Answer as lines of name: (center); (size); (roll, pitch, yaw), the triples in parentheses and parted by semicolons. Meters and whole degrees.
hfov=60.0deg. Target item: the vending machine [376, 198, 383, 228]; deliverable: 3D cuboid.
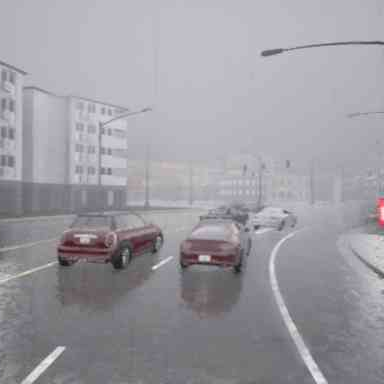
vending machine: (13.977, 1.490, 23.932); (1.100, 2.100, 0.880); (0, -1, 41)

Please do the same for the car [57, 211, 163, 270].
car: (-2.591, 1.443, 11.673); (2.097, 1.767, 4.553); (0, -1, 14)

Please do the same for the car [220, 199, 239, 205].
car: (5.372, 1.779, 43.980); (2.097, 1.767, 4.553); (0, -1, 43)

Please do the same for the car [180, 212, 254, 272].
car: (0.905, 1.633, 11.173); (1.812, 1.442, 4.674); (0, 0, 14)

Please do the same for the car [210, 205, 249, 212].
car: (2.461, 1.831, 24.017); (1.895, 1.301, 4.718); (0, -1, 31)

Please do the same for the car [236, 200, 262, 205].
car: (7.792, 1.985, 41.442); (1.994, 1.385, 4.181); (0, -1, 43)

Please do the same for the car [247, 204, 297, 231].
car: (5.630, 1.761, 22.452); (1.812, 1.442, 4.674); (0, 0, 32)
